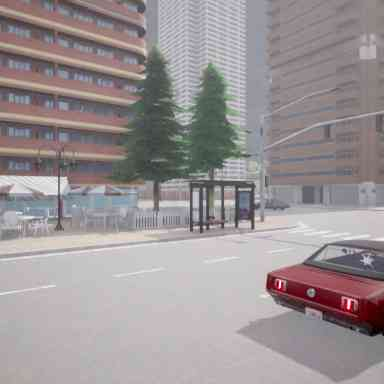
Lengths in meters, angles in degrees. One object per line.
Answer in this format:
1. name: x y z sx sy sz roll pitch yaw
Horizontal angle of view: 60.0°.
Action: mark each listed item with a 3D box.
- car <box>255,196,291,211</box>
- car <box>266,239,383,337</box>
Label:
1. car: 10.023 1.603 42.745 2.033 1.411 5.357 0 0 -36
2. car: 3.697 1.601 6.444 4.718 1.301 1.895 0 0 -36
